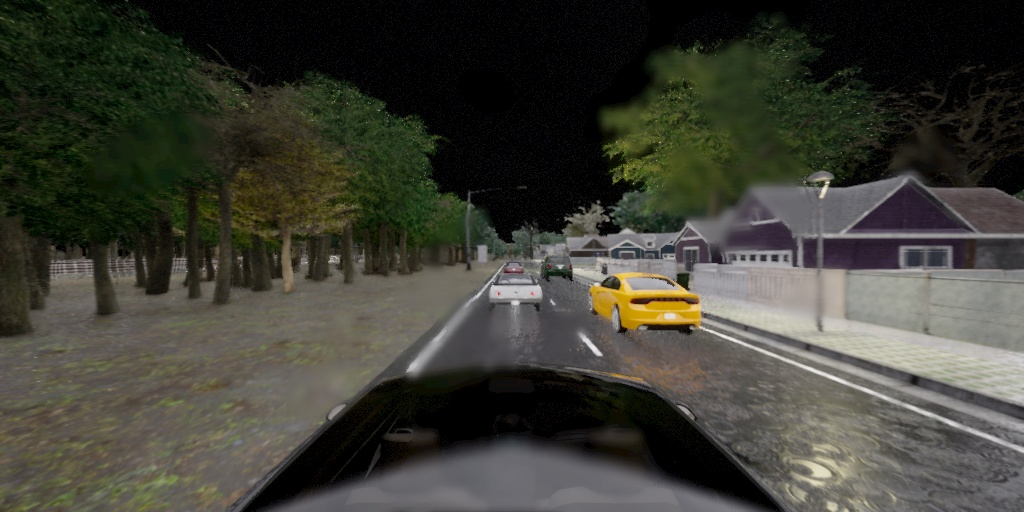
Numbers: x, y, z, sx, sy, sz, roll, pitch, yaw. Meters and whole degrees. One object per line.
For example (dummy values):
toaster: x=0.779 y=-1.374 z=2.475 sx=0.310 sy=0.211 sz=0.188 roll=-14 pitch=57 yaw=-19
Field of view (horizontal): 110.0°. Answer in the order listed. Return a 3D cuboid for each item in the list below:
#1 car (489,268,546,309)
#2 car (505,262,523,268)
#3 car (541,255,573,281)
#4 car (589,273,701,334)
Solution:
car: x=0.132 y=1.351 z=14.757 sx=1.895 sy=1.301 sz=4.718 roll=0 pitch=0 yaw=0
car: x=0.193 y=1.283 z=37.461 sx=1.994 sy=1.385 sz=4.181 roll=0 pitch=0 yaw=0
car: x=3.672 y=0.968 z=29.870 sx=2.150 sy=2.045 sz=5.566 roll=0 pitch=0 yaw=0
car: x=3.620 y=1.228 z=10.669 sx=1.882 sy=1.535 sz=5.008 roll=0 pitch=0 yaw=0
